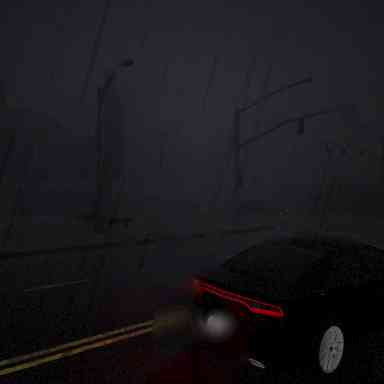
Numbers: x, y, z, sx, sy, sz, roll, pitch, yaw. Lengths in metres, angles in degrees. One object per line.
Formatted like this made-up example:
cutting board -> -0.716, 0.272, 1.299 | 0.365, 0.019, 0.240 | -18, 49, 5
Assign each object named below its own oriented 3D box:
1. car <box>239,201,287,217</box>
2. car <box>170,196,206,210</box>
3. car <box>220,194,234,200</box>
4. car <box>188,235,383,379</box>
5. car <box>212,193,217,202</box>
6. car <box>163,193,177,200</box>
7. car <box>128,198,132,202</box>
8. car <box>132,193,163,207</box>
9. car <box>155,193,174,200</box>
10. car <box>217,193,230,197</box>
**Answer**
car -> 6.567, 1.548, 32.181 | 2.033, 1.411, 5.357 | 0, 0, -35
car -> -0.537, 1.564, 42.312 | 1.994, 1.385, 4.181 | 0, 0, -35
car -> 10.003, 1.395, 95.066 | 3.806, 1.475, 1.970 | 0, 0, -37
car -> 2.261, 1.478, 5.619 | 5.008, 1.535, 1.882 | 0, 0, -37
car -> 6.059, 1.156, 71.098 | 3.866, 1.878, 1.905 | 0, 0, -37
car -> -5.646, 1.156, 86.848 | 3.866, 1.878, 1.905 | 0, 0, -37
car -> -11.669, 1.540, 70.554 | 2.033, 1.411, 5.357 | 0, 0, -35
car -> -6.872, 1.351, 51.373 | 2.097, 1.767, 4.553 | 0, 0, -35
car -> -7.324, 1.153, 89.207 | 4.605, 1.855, 1.932 | 0, 0, -37
car -> 7.773, 1.395, 68.764 | 3.806, 1.475, 1.970 | 0, 0, -37
